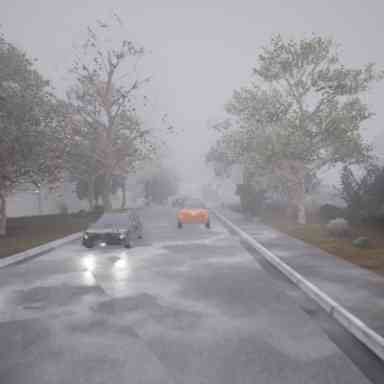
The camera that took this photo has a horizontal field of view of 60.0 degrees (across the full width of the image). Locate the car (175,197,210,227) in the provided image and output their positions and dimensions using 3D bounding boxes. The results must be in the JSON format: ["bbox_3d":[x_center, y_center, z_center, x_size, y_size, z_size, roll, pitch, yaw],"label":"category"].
[{"bbox_3d":[0.114,1.433,23.504,2.097,1.767,4.553,0,0,0],"label":"car"}]

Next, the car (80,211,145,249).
[{"bbox_3d":[-3.341,1.600,15.131,2.033,1.411,5.357,0,0,0],"label":"car"}]

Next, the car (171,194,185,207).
[{"bbox_3d":[-1.782,1.432,56.164,2.150,2.045,5.566,-1,0,13],"label":"car"}]

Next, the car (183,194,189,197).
[{"bbox_3d":[0.214,1.493,41.841,2.097,1.767,4.553,0,0,1],"label":"car"}]
